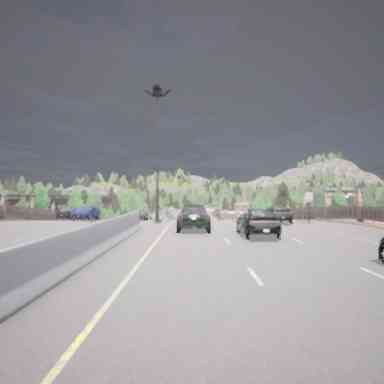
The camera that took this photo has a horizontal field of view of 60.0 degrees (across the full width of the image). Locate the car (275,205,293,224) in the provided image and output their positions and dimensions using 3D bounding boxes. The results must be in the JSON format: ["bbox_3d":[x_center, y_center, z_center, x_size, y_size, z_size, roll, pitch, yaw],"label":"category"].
[{"bbox_3d":[7.103,1.877,28.192,2.128,1.511,4.902,0,-2,0],"label":"car"}]

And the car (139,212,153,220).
[{"bbox_3d":[-6.998,3.731,49.839,2.033,1.411,5.357,0,-7,0],"label":"car"}]

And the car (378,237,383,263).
[{"bbox_3d":[7.101,1.448,8.954,2.097,1.767,4.553,0,-1,0],"label":"car"}]

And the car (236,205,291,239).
[{"bbox_3d":[3.601,1.688,18.520,2.128,1.511,4.902,0,-1,0],"label":"car"}]

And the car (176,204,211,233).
[{"bbox_3d":[0.101,1.584,21.719,2.097,1.767,4.553,0,-1,0],"label":"car"}]

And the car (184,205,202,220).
[{"bbox_3d":[0.104,2.530,40.667,2.097,1.767,4.553,0,-5,0],"label":"car"}]

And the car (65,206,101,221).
[{"bbox_3d":[-10.573,2.114,33.388,1.882,1.535,5.008,0,-3,0],"label":"car"}]

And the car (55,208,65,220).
[{"bbox_3d":[-14.058,2.463,38.388,1.882,1.535,5.008,0,-5,0],"label":"car"}]
